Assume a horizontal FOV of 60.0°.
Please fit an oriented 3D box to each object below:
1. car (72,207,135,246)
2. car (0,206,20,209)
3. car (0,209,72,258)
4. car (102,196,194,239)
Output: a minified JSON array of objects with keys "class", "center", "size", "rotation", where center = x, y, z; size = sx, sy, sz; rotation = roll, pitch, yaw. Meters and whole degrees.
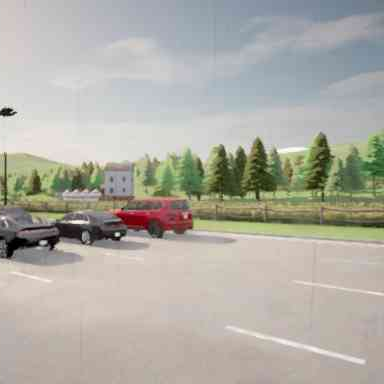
[{"class":"car","center":[-5.289,1.651,16.253],"size":[4.892,1.490,1.837],"rotation":[0,0,36]},{"class":"car","center":[-15.460,1.866,27.795],"size":[4.181,1.385,1.994],"rotation":[-1,0,36]},{"class":"car","center":[-7.322,1.637,13.404],"size":[4.902,1.511,2.128],"rotation":[-1,0,36]},{"class":"car","center":[-2.510,1.359,18.559],"size":[5.566,2.045,2.150],"rotation":[0,0,36]}]
